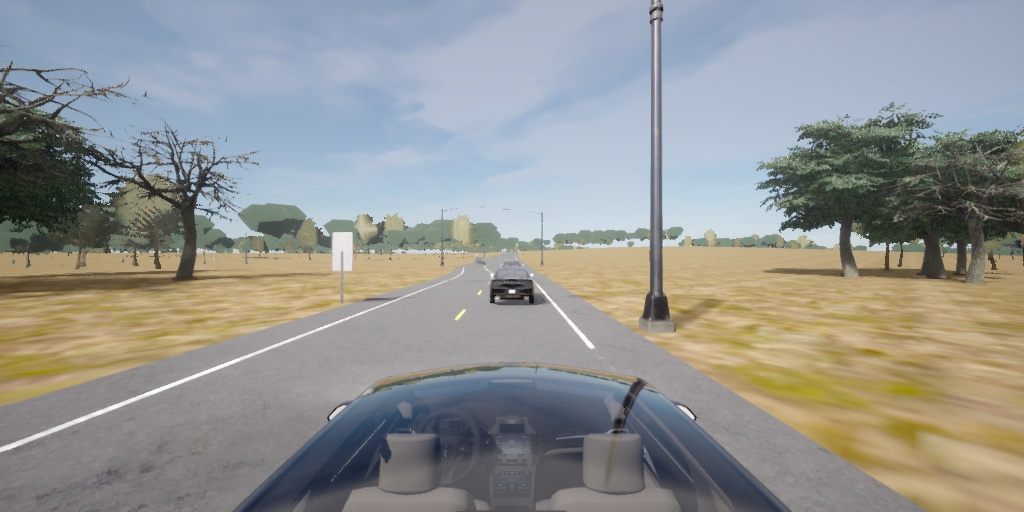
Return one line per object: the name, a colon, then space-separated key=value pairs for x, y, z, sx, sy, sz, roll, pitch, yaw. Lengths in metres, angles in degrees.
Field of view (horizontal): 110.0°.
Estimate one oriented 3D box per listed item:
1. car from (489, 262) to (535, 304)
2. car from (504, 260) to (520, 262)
car: x=0.000 y=1.237 z=16.500 sx=1.882 sy=1.535 sz=5.008 roll=0 pitch=0 yaw=0
car: x=0.000 y=1.122 z=31.473 sx=2.097 sy=1.767 sz=4.553 roll=0 pitch=0 yaw=0
